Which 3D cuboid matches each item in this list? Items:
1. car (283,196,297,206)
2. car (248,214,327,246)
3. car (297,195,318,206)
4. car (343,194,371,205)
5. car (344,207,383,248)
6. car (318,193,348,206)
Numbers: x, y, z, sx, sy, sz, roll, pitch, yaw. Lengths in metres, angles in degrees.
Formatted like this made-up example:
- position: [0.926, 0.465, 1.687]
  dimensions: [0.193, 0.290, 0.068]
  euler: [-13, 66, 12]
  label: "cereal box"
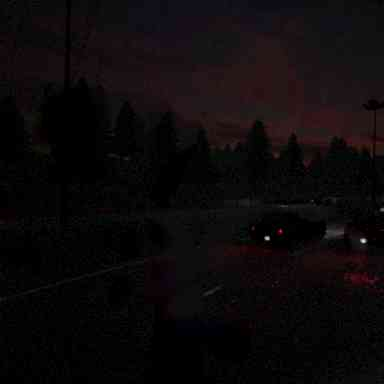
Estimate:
- position: [17.059, 1.432, 55.388]
  dimensions: [4.892, 1.490, 1.837]
  euler: [0, 0, -41]
  label: "car"
- position: [4.696, 1.680, 15.792]
  dimensions: [1.895, 1.301, 4.718]
  euler: [0, 0, 42]
  label: "car"
- position: [19.291, 1.277, 52.697]
  dimensions: [4.553, 1.767, 2.097]
  euler: [-1, 1, -41]
  label: "car"
- position: [23.782, 1.453, 47.334]
  dimensions: [4.674, 1.442, 1.812]
  euler: [-1, 1, -41]
  label: "car"
- position: [8.151, 1.597, 14.294]
  dimensions: [1.837, 1.490, 4.892]
  euler: [0, -1, 44]
  label: "car"
- position: [21.921, 1.145, 50.350]
  dimensions: [5.566, 2.045, 2.150]
  euler: [0, 0, -41]
  label: "car"
